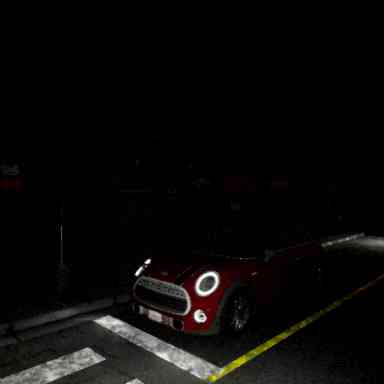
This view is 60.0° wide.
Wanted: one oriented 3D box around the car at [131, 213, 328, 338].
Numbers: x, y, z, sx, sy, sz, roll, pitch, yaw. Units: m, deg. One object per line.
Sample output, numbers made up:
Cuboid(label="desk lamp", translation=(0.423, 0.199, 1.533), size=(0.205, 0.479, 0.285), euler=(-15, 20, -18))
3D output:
Cuboid(label="car", translation=(0.988, 1.389, 6.899), size=(2.097, 1.767, 4.553), euler=(-1, -1, 45))
